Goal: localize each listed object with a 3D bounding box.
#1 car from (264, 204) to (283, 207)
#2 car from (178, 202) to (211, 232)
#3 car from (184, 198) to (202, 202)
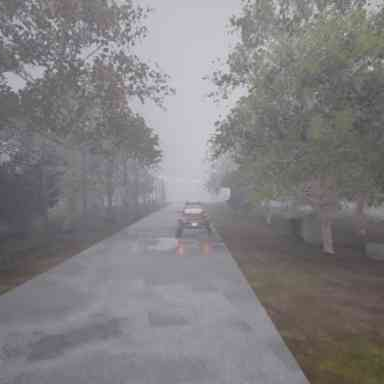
[{"bbox_3d":[19.927,4.402,77.741,2.435,2.045,5.566,0,1,-18],"label":"car"},{"bbox_3d":[0.123,1.522,19.804,1.812,1.442,4.674,0,0,0],"label":"car"},{"bbox_3d":[0.148,1.470,37.909,1.882,1.535,5.008,0,0,0],"label":"car"}]
